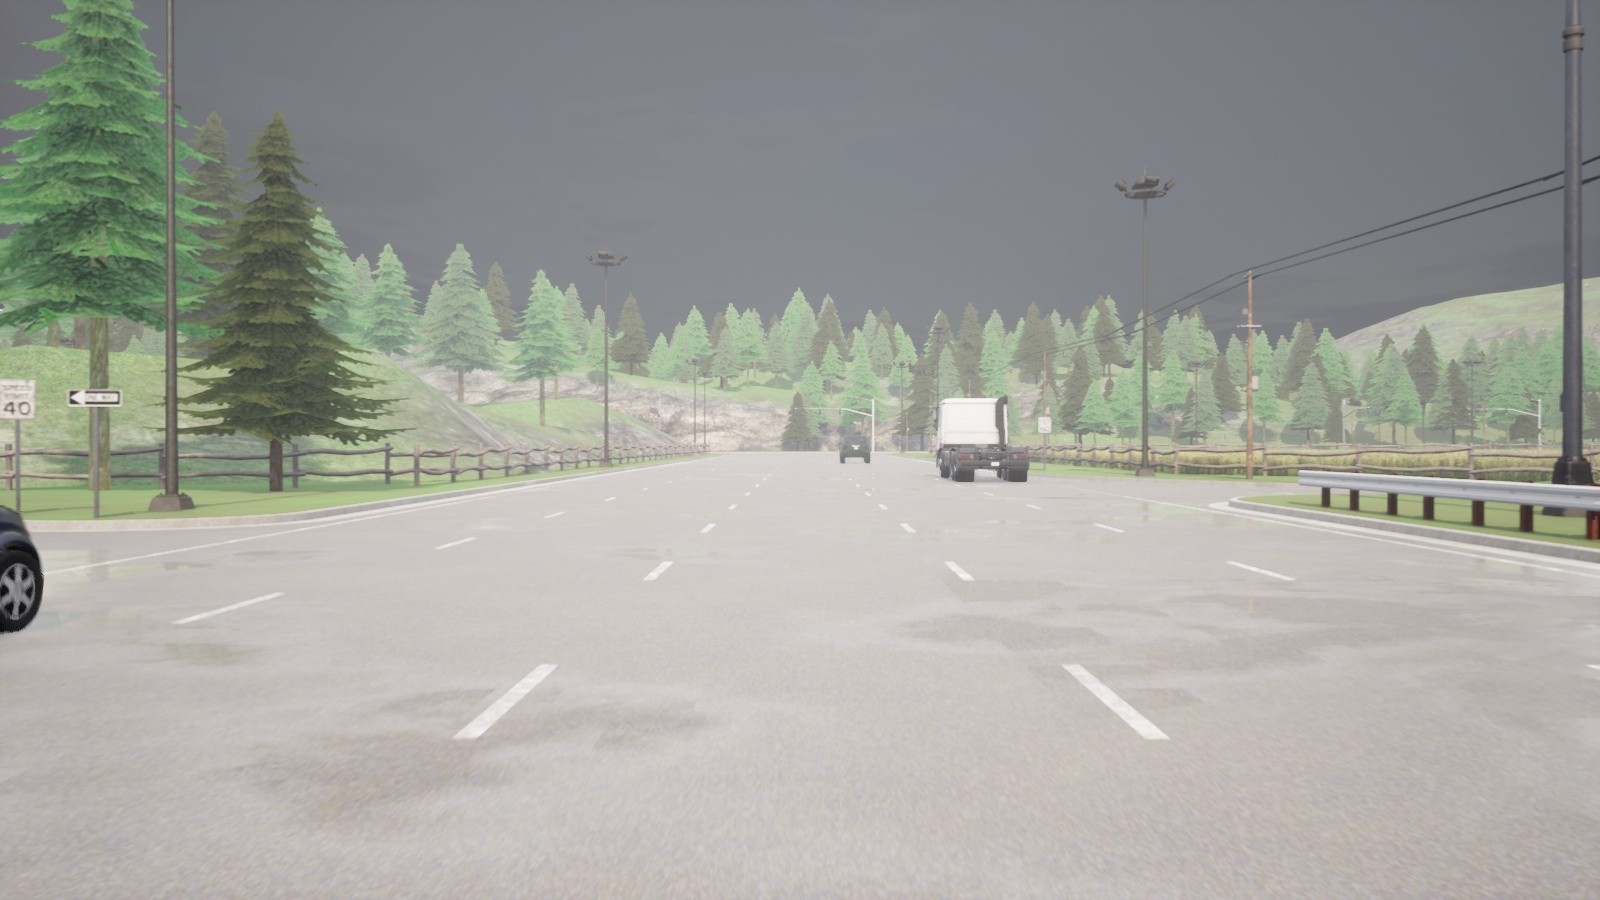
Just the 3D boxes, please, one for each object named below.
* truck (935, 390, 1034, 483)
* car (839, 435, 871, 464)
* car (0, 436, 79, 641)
[{"bbox_3d":[7.303,-0.516,50.811,2.891,3.462,7.936,0,0,0],"label":"truck"},{"bbox_3d":[4.041,-0.056,93.149,2.150,2.045,5.566,0,0,0],"label":"car"},{"bbox_3d":[-6.936,0.671,8.651,1.789,1.549,3.705,0,0,0],"label":"car"}]
